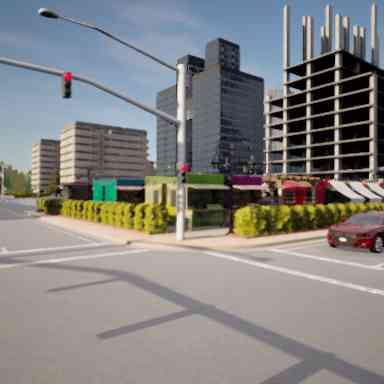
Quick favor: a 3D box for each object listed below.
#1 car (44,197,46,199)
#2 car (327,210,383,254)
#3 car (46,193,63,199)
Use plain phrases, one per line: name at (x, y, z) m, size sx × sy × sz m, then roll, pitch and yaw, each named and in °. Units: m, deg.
car at (-28.314, 1.239, 69.396) m, size 4.605 × 1.855 × 1.932 m, roll 0°, pitch 0°, yaw -37°
car at (7.753, 1.558, 14.211) m, size 5.008 × 1.535 × 1.882 m, roll 0°, pitch 0°, yaw -37°
car at (-26.602, 1.243, 67.062) m, size 3.866 × 1.878 × 1.905 m, roll 0°, pitch 0°, yaw -37°
